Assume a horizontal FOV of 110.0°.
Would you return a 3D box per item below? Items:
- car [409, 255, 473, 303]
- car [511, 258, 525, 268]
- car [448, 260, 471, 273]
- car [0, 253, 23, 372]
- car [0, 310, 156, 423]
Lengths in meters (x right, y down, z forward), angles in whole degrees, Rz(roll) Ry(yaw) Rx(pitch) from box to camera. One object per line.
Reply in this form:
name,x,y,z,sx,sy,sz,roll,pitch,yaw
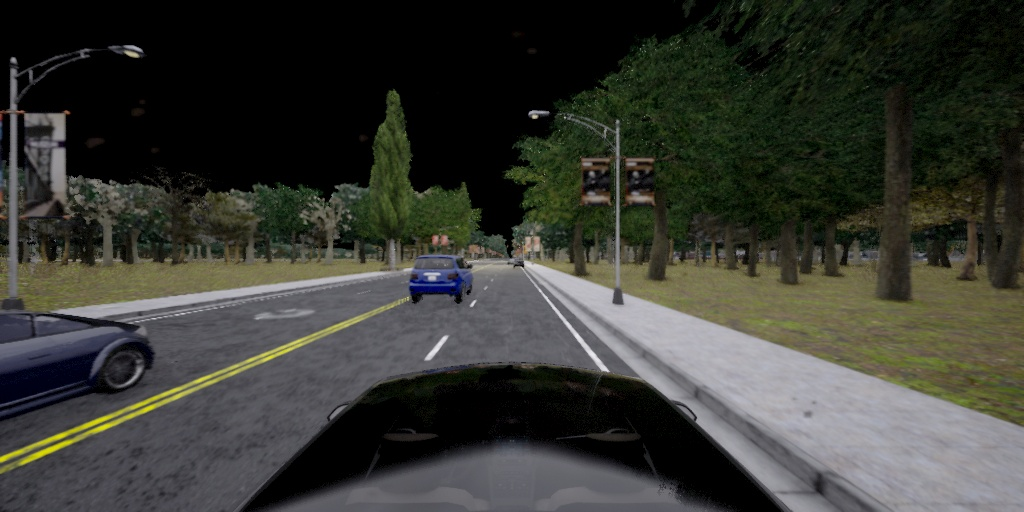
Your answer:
car,-3.152,0.972,16.826,2.150,2.045,5.566,0,0,0
car,1.130,1.257,58.665,1.837,1.490,4.892,0,0,0
car,-6.587,1.241,45.198,2.128,1.511,4.902,0,0,0
car,-9.850,0.971,3.650,2.150,2.045,5.566,0,0,0
car,-6.600,1.314,3.860,1.994,1.385,4.181,0,0,0
